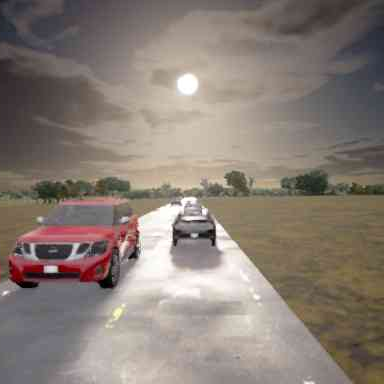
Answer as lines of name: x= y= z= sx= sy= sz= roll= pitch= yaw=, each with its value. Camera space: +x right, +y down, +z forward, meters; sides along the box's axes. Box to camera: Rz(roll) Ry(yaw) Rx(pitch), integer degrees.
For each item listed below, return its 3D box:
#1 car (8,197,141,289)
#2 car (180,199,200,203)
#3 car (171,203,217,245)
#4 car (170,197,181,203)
car: x=-2.848 y=1.198 z=9.478 sx=2.150 sy=2.045 sz=5.566 roll=0 pitch=0 yaw=0
car: x=0.106 y=1.552 z=35.286 sx=2.033 sy=1.411 sz=5.357 roll=0 pitch=0 yaw=0
car: x=0.094 y=1.458 z=15.255 sx=2.128 sy=1.511 sz=4.902 roll=0 pitch=0 yaw=0
car: x=-2.743 y=1.646 z=58.600 sx=1.837 sy=1.490 sz=4.892 roll=0 pitch=-1 yaw=0
